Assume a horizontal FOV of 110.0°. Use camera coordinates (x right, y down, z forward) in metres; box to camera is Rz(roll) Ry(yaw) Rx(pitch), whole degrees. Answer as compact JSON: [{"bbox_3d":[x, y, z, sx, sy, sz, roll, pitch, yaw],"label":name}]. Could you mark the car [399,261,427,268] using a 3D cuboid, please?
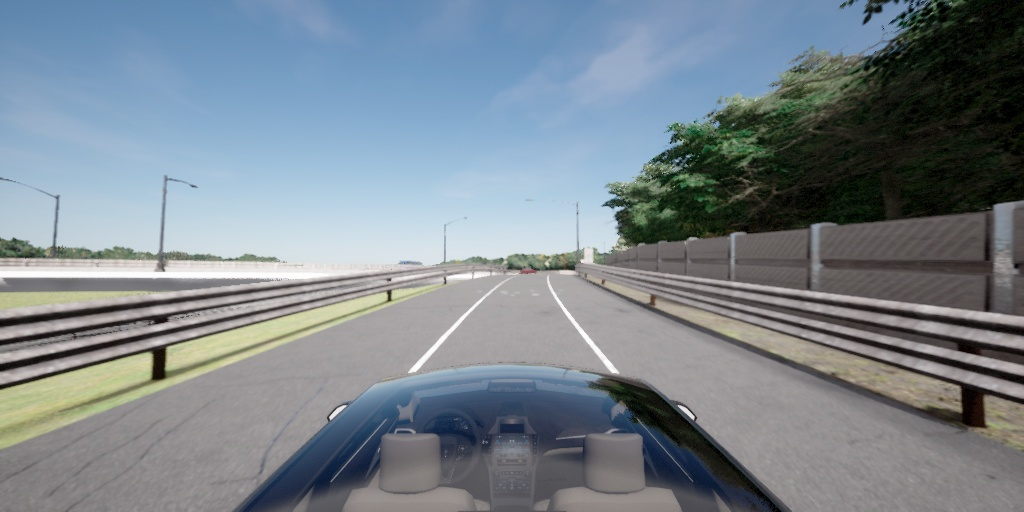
[{"bbox_3d":[-14.999,1.806,55.730,5.566,2.045,2.150,3,-4,-38],"label":"car"}]
